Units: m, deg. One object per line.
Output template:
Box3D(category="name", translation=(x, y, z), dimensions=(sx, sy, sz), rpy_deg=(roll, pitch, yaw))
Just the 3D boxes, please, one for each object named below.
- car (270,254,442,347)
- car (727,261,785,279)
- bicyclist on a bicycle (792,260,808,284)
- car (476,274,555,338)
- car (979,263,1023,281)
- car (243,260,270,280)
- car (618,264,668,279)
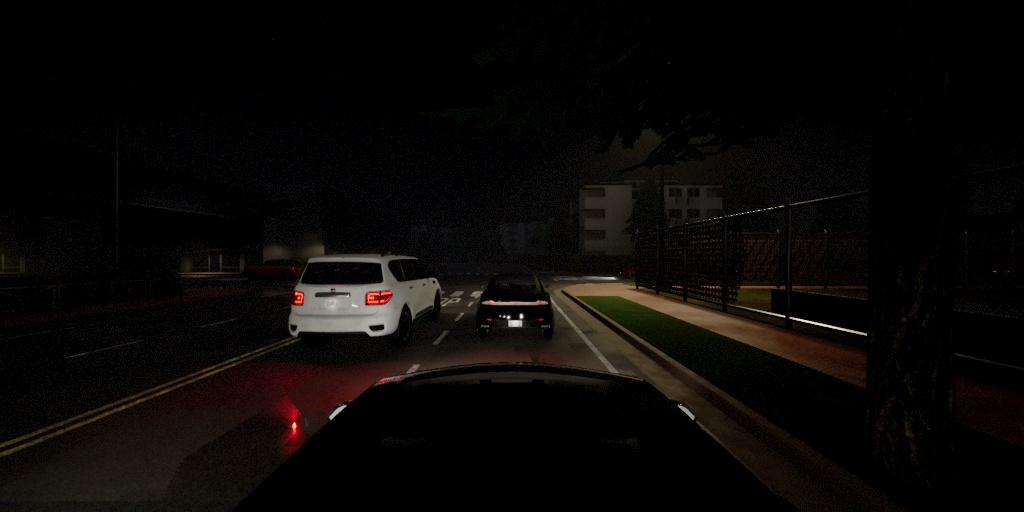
Box3D(category="car", translation=(-3.387, 0.972, 9.462), dimensions=(2.150, 2.045, 5.566), rpy_deg=(0, 0, 0))
Box3D(category="car", translation=(21.805, 1.238, 31.947), dimensions=(4.892, 1.490, 1.837), rpy_deg=(0, 0, 0))
Box3D(category="bicyclist on a bicycle", translation=(18.301, 1.037, 22.965), dimensions=(0.582, 1.620, 1.656), rpy_deg=(0, 0, 0))
Box3D(category="car", translation=(0.089, 1.242, 10.164), dimensions=(2.128, 1.511, 4.902), rpy_deg=(0, 0, 0))
Box3D(category="car", translation=(40.889, 1.273, 29.407), dimensions=(5.357, 1.411, 2.033), rpy_deg=(0, 0, -19))
Box3D(category="car", translation=(-20.534, 1.102, 31.049), dimensions=(4.553, 1.767, 2.097), rpy_deg=(0, 0, 1))
Box3D(category="car", translation=(11.660, 1.297, 31.916), dimensions=(4.181, 1.385, 1.994), rpy_deg=(0, 0, 0))
